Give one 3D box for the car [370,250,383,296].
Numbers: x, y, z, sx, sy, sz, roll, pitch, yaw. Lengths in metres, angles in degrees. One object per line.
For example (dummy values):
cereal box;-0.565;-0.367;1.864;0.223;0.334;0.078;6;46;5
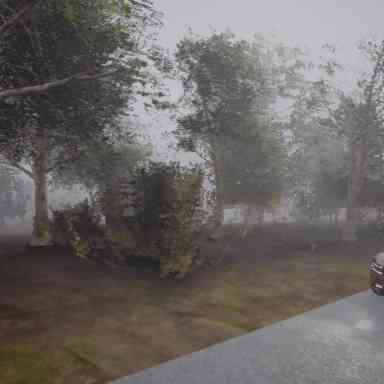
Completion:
car;5.953;1.500;7.605;5.008;1.535;1.882;0;1;-38
